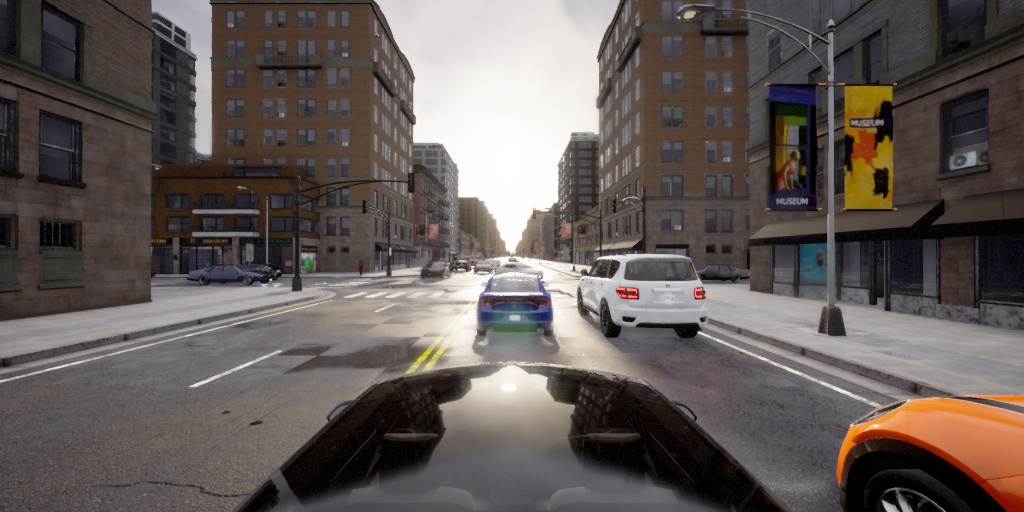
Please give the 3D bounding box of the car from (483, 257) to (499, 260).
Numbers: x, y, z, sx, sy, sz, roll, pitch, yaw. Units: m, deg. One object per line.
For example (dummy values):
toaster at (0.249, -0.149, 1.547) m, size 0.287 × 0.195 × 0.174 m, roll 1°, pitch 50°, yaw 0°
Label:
car at (-3.325, 1.271, 55.805) m, size 1.812 × 1.442 × 4.674 m, roll 0°, pitch 0°, yaw 0°

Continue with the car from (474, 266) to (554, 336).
car at (0.083, 1.228, 10.467) m, size 1.882 × 1.535 × 5.008 m, roll 0°, pitch 0°, yaw 0°

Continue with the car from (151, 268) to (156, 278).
car at (-33.140, 1.343, 30.816) m, size 4.207 × 1.307 × 1.802 m, roll 0°, pitch 0°, yaw 0°

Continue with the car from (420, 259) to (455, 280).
car at (-6.593, 1.244, 31.318) m, size 1.882 × 1.535 × 5.008 m, roll 0°, pitch 0°, yaw 0°

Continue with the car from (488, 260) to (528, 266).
car at (0.487, 1.280, 29.117) m, size 1.812 × 1.442 × 4.674 m, roll -1°, pitch 0°, yaw -44°

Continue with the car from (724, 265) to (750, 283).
car at (15.848, 1.338, 28.364) m, size 5.357 × 1.411 × 2.033 m, roll 0°, pitch 0°, yaw 0°

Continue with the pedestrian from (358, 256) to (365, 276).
pedestrian at (-14.134, 0.919, 33.590) m, size 0.375 × 1.860 × 0.375 m, roll 0°, pitch 0°, yaw 0°

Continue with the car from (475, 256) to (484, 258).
car at (-6.556, 0.962, 61.997) m, size 2.150 × 2.045 × 5.566 m, roll 0°, pitch 0°, yaw 1°

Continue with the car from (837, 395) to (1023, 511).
car at (3.344, 1.102, 0.618) m, size 2.097 × 1.767 × 4.553 m, roll 0°, pitch 0°, yaw 0°

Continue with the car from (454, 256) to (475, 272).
car at (-6.585, 0.972, 46.580) m, size 2.150 × 2.045 × 5.566 m, roll 0°, pitch 0°, yaw 0°

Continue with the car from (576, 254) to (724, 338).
car at (3.334, 0.972, 10.328) m, size 2.150 × 2.045 × 5.566 m, roll 0°, pitch 0°, yaw 0°

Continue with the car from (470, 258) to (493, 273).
car at (-3.342, 1.275, 41.447) m, size 1.812 × 1.442 × 4.674 m, roll 0°, pitch 0°, yaw 0°

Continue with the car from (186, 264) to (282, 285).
car at (-19.642, 1.290, 25.257) m, size 5.357 × 1.411 × 2.033 m, roll 0°, pitch 0°, yaw 0°
